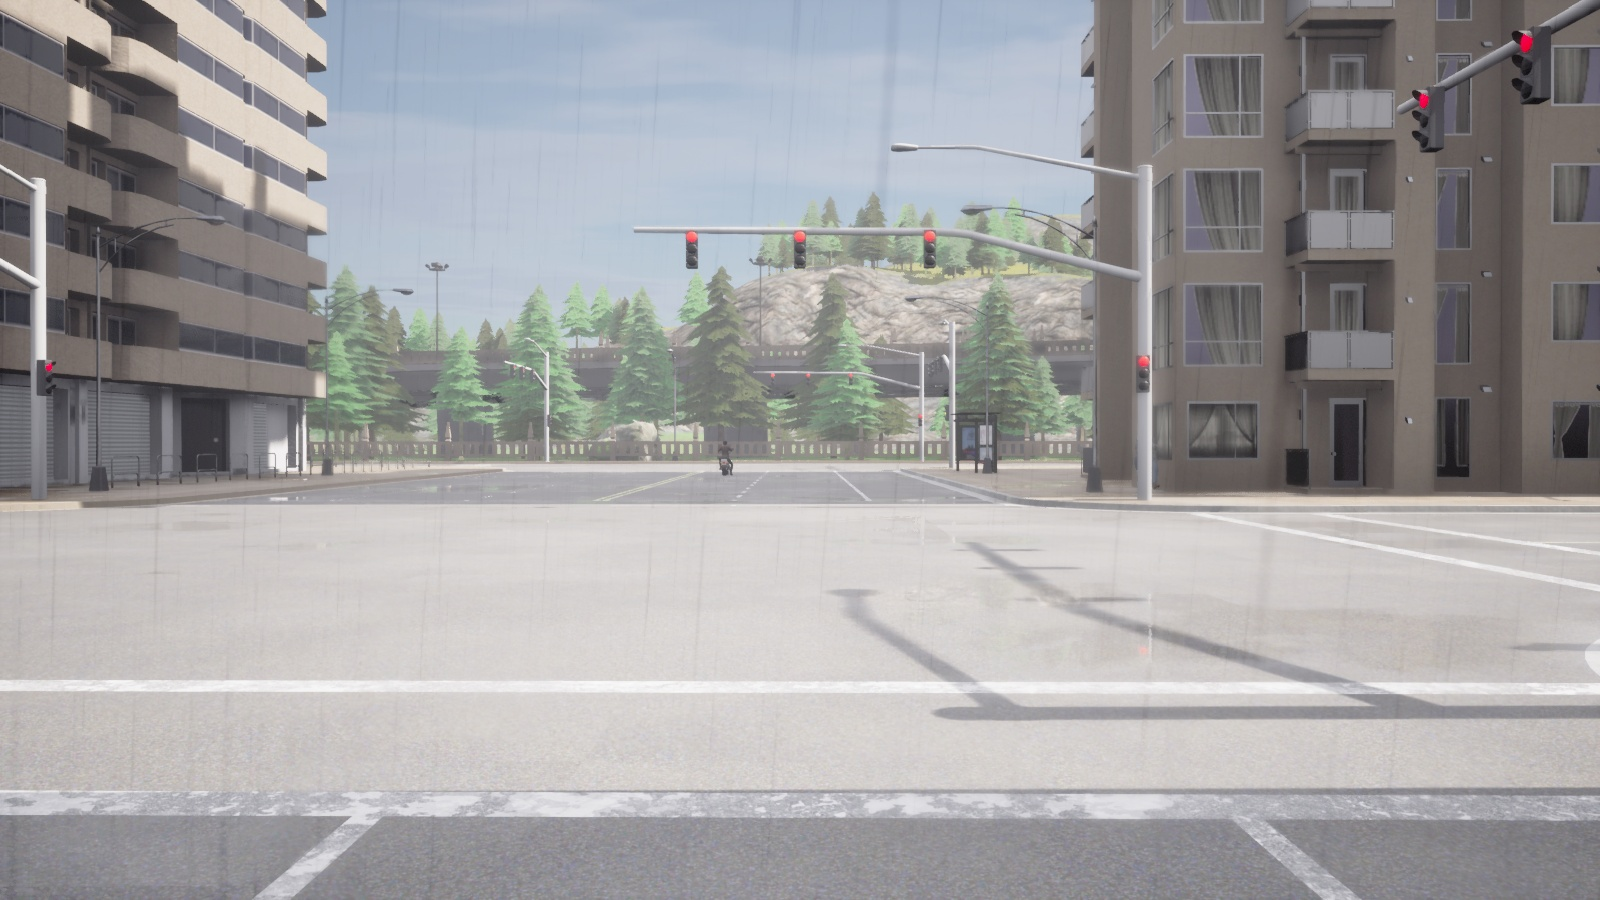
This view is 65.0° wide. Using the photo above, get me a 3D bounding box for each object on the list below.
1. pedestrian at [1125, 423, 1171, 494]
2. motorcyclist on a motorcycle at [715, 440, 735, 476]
[{"bbox_3d":[9.272,0.224,33.458,0.874,1.855,0.900,0,0,-10],"label":"pedestrian"},{"bbox_3d":[-3.437,0.367,57.900,0.766,1.649,2.350,0,0,0],"label":"motorcyclist on a motorcycle"}]
